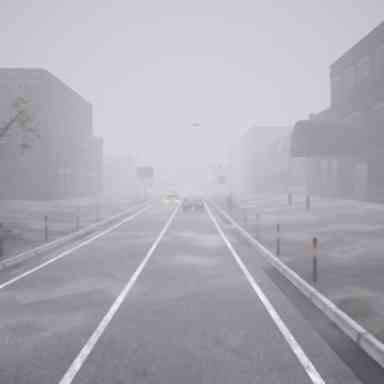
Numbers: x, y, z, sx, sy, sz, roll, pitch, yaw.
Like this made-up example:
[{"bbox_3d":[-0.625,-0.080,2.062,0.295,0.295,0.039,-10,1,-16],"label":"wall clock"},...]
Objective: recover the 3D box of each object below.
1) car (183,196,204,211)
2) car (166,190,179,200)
[{"bbox_3d":[0.108,1.040,30.847,1.895,1.301,4.718,0,2,0],"label":"car"},{"bbox_3d":[-2.988,0.384,51.660,1.882,1.535,5.008,0,1,0],"label":"car"}]
